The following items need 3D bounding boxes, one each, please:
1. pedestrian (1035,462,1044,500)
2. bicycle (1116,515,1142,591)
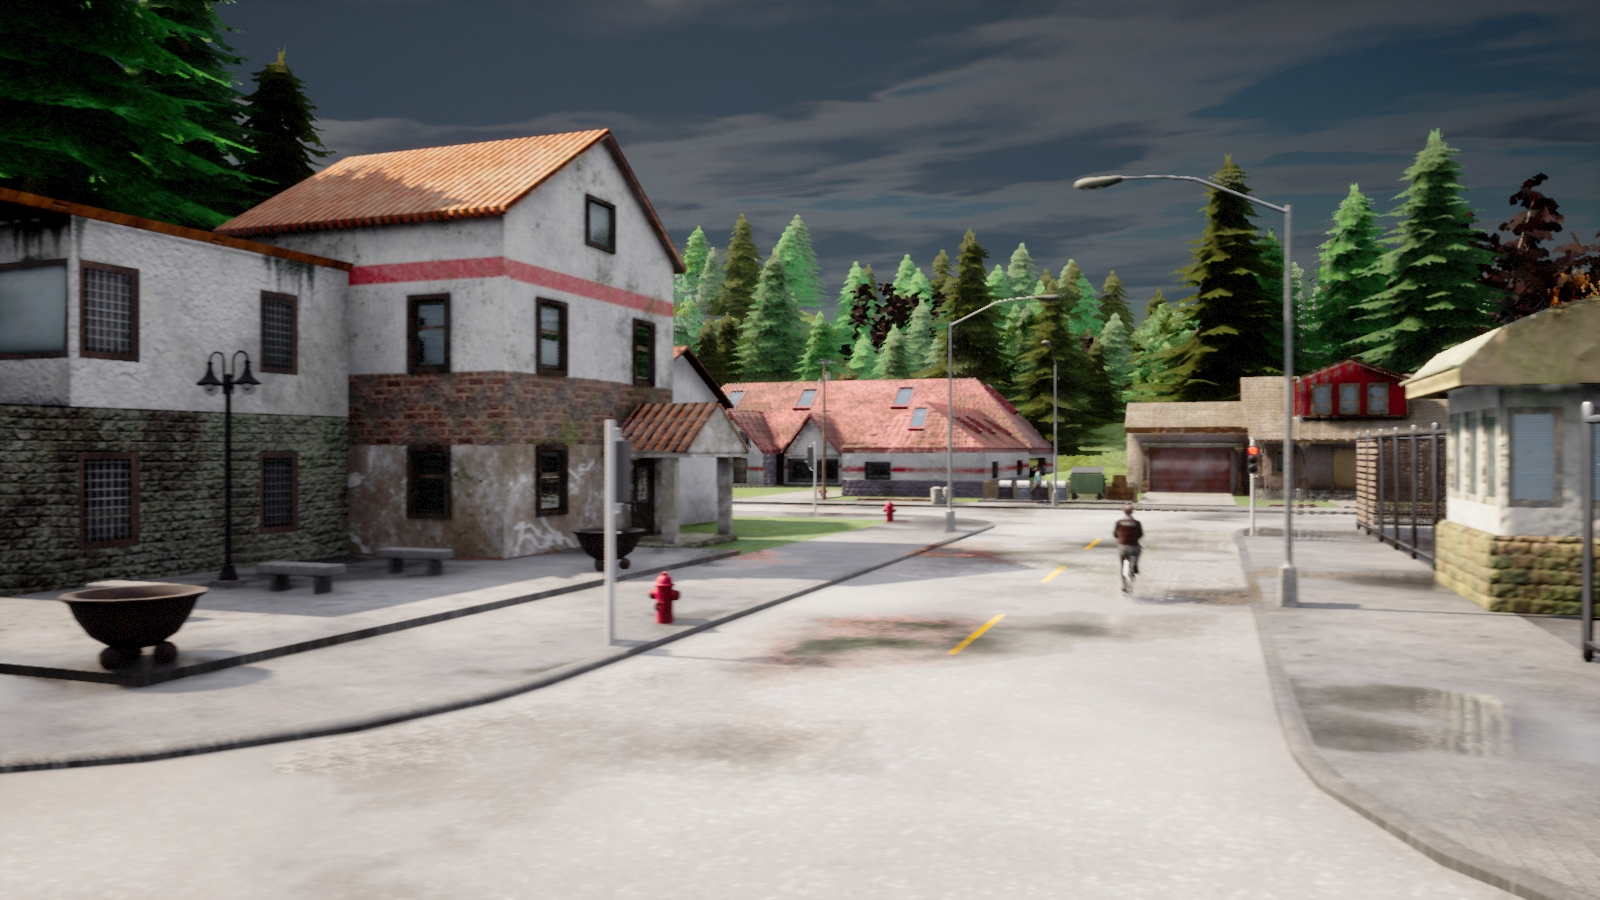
[{"bbox_3d":[11.828,1.524,56.474,0.375,1.860,0.375,0,0,20],"label":"pedestrian"},{"bbox_3d":[6.287,1.940,21.827,0.329,1.271,1.835,0,0,21],"label":"bicycle"}]
